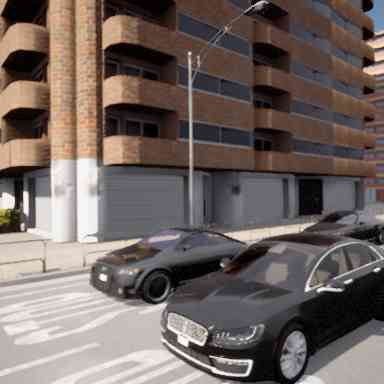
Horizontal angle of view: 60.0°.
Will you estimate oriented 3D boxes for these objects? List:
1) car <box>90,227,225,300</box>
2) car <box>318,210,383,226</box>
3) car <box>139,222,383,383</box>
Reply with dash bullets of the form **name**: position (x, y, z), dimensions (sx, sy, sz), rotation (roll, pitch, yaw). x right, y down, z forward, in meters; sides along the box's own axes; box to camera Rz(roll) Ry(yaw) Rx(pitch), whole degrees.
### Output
- **car**: position (-0.337, 1.613, 8.319), dimensions (4.181, 1.385, 1.994), rotation (0, 0, -39)
- **car**: position (6.441, 1.519, 13.849), dimensions (4.674, 1.442, 1.812), rotation (-1, 0, -39)
- **car**: position (1.767, 1.514, 5.520), dimensions (4.892, 1.490, 1.837), rotation (0, 0, -39)
